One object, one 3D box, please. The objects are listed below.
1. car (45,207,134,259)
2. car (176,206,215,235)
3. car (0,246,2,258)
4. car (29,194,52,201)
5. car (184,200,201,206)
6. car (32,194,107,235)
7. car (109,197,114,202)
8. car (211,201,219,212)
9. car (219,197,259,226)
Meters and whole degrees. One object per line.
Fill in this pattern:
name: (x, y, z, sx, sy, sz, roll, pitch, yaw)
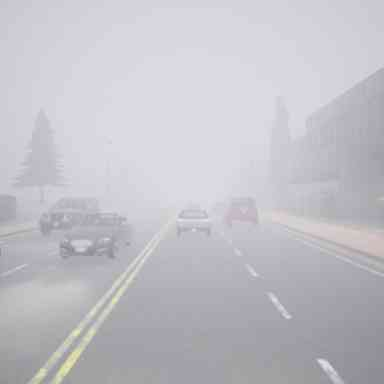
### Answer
car: (-3.503, 1.559, 12.942, 2.128, 1.511, 4.902, 0, 0, 0)
car: (0.096, 1.703, 19.550, 1.895, 1.301, 4.718, 0, 0, 0)
car: (-7.024, 1.610, 8.805, 1.994, 1.385, 4.181, 0, 0, 1)
car: (-38.895, 1.838, 85.492, 3.806, 1.475, 1.970, 0, 0, 0)
car: (0.084, 1.733, 39.621, 1.812, 1.442, 4.674, 0, 0, 0)
car: (-7.005, 1.325, 19.884, 2.150, 2.045, 5.566, 0, 0, 0)
car: (-21.485, 1.568, 79.886, 4.605, 1.855, 1.932, 0, 0, 0)
car: (3.563, 1.784, 42.187, 1.994, 1.385, 4.181, 0, 0, 0)
car: (3.526, 1.355, 24.939, 2.150, 2.045, 5.566, 0, 0, 1)
